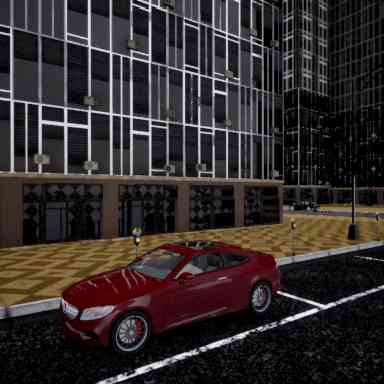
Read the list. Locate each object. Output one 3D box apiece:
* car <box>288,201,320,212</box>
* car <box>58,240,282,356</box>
[{"bbox_3d":[15.229,1.899,45.337,2.008,1.369,4.403,-1,0,-36],"label":"car"},{"bbox_3d":[-0.150,1.582,5.993,4.206,1.307,1.802,0,0,-36],"label":"car"}]
